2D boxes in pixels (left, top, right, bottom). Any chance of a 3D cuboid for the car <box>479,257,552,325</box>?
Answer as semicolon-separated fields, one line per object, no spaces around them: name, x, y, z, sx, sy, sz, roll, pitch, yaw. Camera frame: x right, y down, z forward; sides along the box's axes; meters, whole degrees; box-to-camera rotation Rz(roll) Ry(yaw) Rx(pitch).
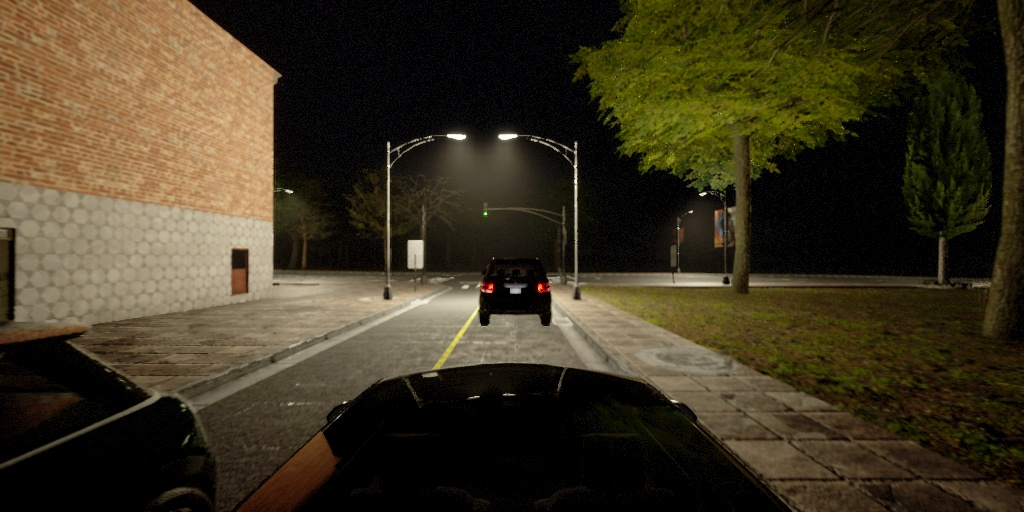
car;0.096;1.098;12.453;2.150;2.045;5.566;0;-1;0

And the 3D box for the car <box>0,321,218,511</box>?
car;-2.847;1.086;0.237;2.097;1.767;4.553;0;-1;0
